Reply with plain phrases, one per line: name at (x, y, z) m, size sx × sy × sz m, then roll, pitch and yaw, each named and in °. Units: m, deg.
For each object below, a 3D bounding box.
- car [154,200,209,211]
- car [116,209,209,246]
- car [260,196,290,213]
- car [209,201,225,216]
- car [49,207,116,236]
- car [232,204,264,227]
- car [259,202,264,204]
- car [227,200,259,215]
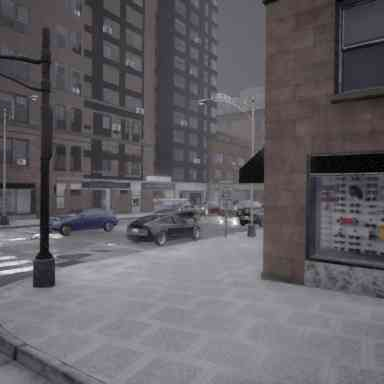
car at (-1.057, 1.671, 26.916) m, size 2.128 × 1.511 × 4.902 m, roll 1°, pitch 0°, yaw 36°
car at (-1.296, 1.764, 16.431) m, size 1.947 × 1.339 × 4.313 m, roll 0°, pitch 0°, yaw 36°
car at (10.948, 1.573, 43.462) m, size 2.150 × 2.045 × 5.566 m, roll 1°, pitch 0°, yaw 33°
car at (1.460, 1.646, 34.790) m, size 1.967 × 1.590 × 4.097 m, roll 0°, pitch 0°, yaw 36°
car at (-6.431, 1.634, 19.483) m, size 1.812 × 1.442 × 4.674 m, roll 1°, pitch 0°, yaw 38°
car at (5.146, 1.850, 25.340) m, size 1.947 × 1.339 × 4.313 m, roll 0°, pitch 0°, yaw 36°
car at (7.801, 1.823, 43.560) m, size 1.752 × 1.417 × 4.829 m, roll 0°, pitch 0°, yaw 36°
car at (4.815, 1.613, 35.018) m, size 2.097 × 1.767 × 4.553 m, roll 1°, pitch 0°, yaw 36°
